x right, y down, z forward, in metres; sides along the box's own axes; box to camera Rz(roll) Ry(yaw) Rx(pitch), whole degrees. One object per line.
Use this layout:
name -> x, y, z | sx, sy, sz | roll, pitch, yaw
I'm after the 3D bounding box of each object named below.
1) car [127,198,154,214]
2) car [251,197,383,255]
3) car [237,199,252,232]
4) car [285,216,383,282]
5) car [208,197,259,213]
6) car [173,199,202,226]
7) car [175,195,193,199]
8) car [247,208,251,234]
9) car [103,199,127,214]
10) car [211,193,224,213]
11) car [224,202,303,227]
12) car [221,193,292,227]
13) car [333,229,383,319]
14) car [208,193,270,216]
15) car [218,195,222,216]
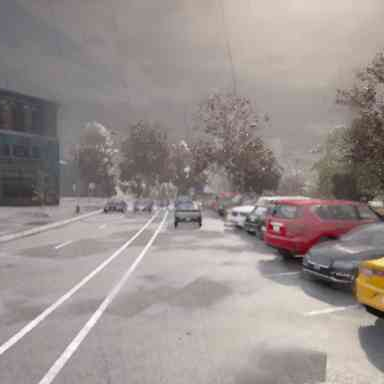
car -> -5.011, 1.361, 34.563 | 2.128, 1.511, 4.902 | 0, 1, -2
car -> 5.258, 1.326, 11.855 | 5.566, 2.045, 2.435 | 1, 0, -21
car -> 5.081, 1.443, 17.777 | 4.553, 1.767, 2.185 | 1, 0, -22
car -> 5.280, 1.566, 8.863 | 4.892, 1.521, 2.231 | 1, 0, -21
car -> 4.454, 1.344, 35.616 | 4.892, 1.521, 2.231 | 0, 1, -23
car -> -0.315, 1.521, 23.560 | 2.128, 1.511, 4.902 | 0, 0, -2
car -> -0.992, 1.135, 39.959 | 2.097, 1.767, 4.553 | 0, 1, -2
car -> 5.200, 1.608, 14.829 | 4.792, 1.488, 2.163 | 1, 0, -21
car -> -7.809, 1.436, 34.349 | 1.994, 1.385, 4.181 | 0, 1, -2
car -> 4.699, 1.184, 29.656 | 5.566, 2.045, 2.435 | 0, 1, -22
car -> 5.109, 1.519, 23.817 | 5.366, 1.575, 1.946 | 1, 0, -22
car -> 5.008, 1.298, 20.745 | 5.566, 2.045, 2.435 | 1, 1, -22
car -> 5.296, 1.543, 5.894 | 5.008, 1.535, 2.097 | 1, -1, -21
car -> 4.624, 1.138, 32.657 | 5.566, 2.045, 2.435 | 0, 1, -23
car -> 4.866, 1.356, 26.717 | 4.553, 1.767, 2.185 | 0, 1, -22
